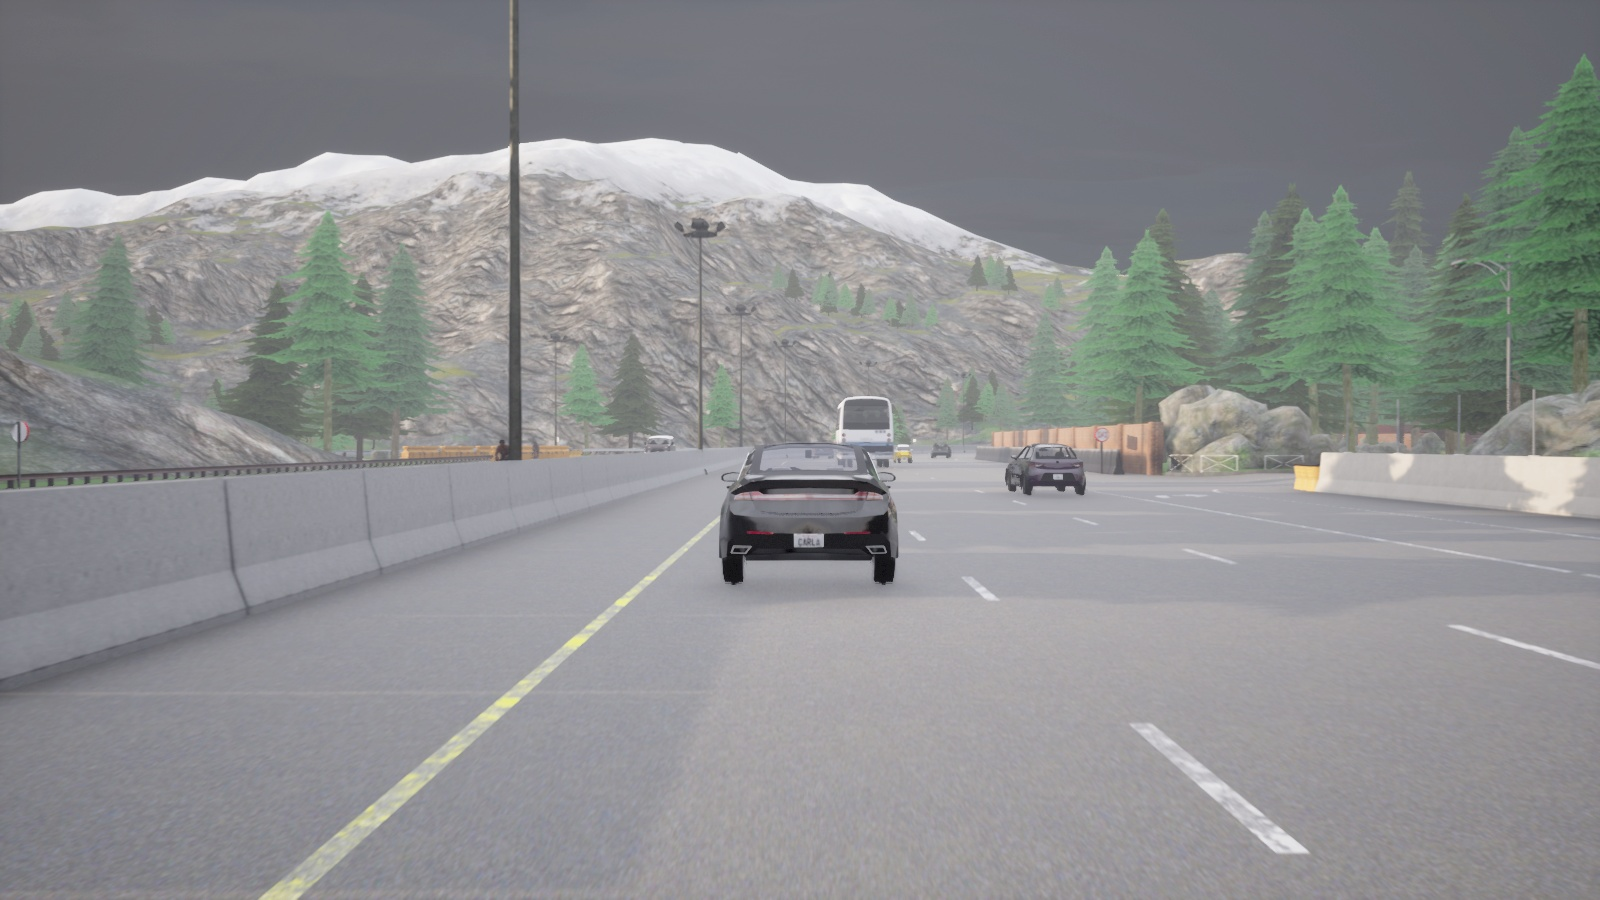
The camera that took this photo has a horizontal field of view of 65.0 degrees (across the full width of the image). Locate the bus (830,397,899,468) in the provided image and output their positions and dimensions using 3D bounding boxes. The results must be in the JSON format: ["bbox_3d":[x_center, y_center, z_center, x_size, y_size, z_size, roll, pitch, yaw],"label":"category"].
[{"bbox_3d":[3.972,-1.078,80.101,3.944,4.253,10.273,0,0,0],"label":"bus"}]

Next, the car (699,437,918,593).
[{"bbox_3d":[0.099,0.620,14.674,2.128,1.511,4.902,0,0,0],"label":"car"}]

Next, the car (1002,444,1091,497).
[{"bbox_3d":[7.227,0.556,37.178,1.816,1.474,4.193,0,0,0],"label":"car"}]

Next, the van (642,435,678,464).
[{"bbox_3d":[-9.972,-0.045,89.938,2.069,2.038,4.480,0,0,0],"label":"van"}]

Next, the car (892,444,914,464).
[{"bbox_3d":[7.539,0.289,91.970,1.481,1.376,2.207,0,1,0],"label":"car"}]
